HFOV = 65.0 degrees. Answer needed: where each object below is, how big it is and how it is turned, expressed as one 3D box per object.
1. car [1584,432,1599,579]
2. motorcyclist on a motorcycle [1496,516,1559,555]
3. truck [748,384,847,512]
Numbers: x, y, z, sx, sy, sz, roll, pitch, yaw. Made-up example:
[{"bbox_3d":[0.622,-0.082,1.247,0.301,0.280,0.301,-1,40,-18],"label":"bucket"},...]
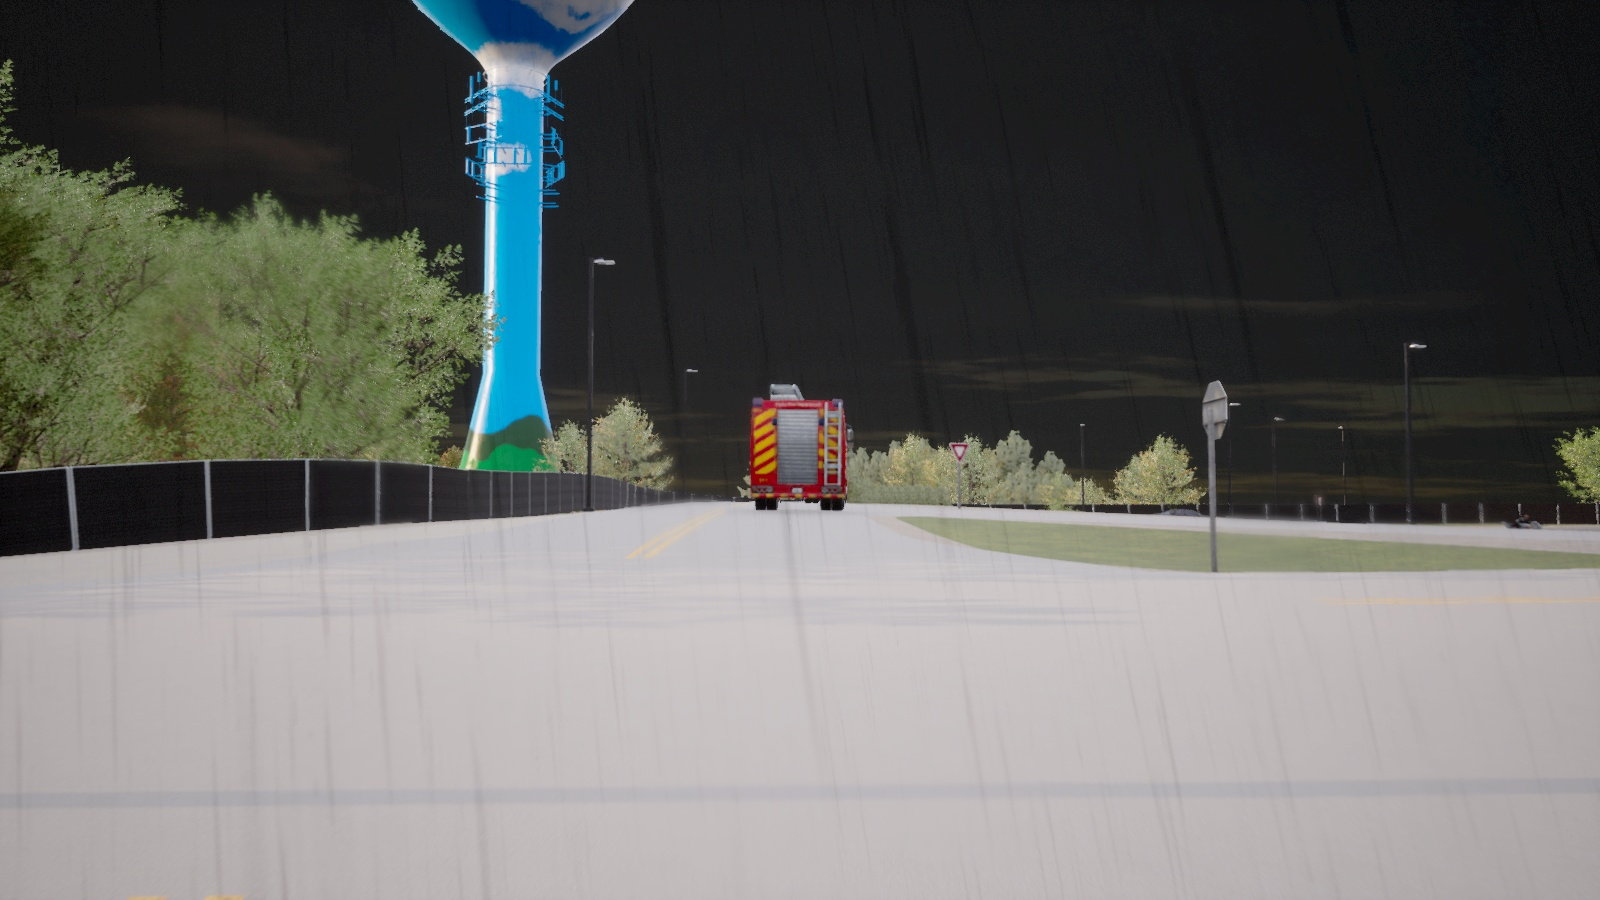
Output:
[{"bbox_3d":[10.765,0.586,13.088,3.988,1.617,1.851,0,-1,2],"label":"car"},{"bbox_3d":[29.313,3.434,50.634,0.866,1.530,2.191,0,-3,-13],"label":"motorcyclist on a motorcycle"},{"bbox_3d":[0.089,0.090,41.928,2.891,3.827,8.468,0,-2,2],"label":"truck"}]
